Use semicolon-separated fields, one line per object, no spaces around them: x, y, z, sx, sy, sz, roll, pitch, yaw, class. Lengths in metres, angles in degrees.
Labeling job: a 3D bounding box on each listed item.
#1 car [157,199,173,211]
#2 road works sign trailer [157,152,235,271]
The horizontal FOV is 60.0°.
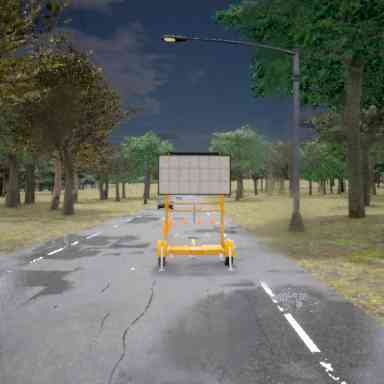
-3.561;1.637;44.757;1.882;1.535;5.008;0;0;0;car
0.076;0.500;11.019;2.380;3.560;2.880;0;0;-2;road works sign trailer
